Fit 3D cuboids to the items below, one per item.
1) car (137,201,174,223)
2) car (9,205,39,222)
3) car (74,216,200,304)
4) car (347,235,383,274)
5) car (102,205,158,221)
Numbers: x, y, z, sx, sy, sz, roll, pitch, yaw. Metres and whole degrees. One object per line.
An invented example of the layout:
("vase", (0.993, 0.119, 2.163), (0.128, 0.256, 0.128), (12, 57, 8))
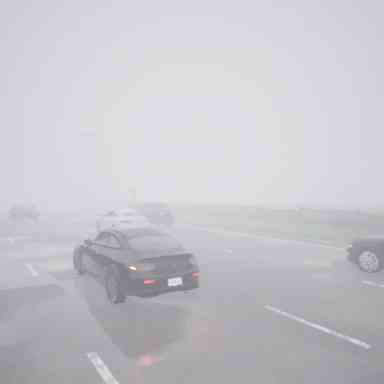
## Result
("car", (-3.180, 1.500, 23.799), (2.097, 1.767, 4.553), (0, 0, -33))
("car", (-14.275, 1.769, 28.107), (1.895, 1.301, 4.718), (0, 0, -33))
("car", (-1.571, 1.578, 8.349), (1.812, 1.442, 4.674), (0, 0, -33))
("car", (6.553, 1.564, 8.659), (1.837, 1.490, 4.892), (0, 0, -33))
("car", (-3.864, 1.639, 18.390), (1.812, 1.442, 4.674), (0, 0, -33))
